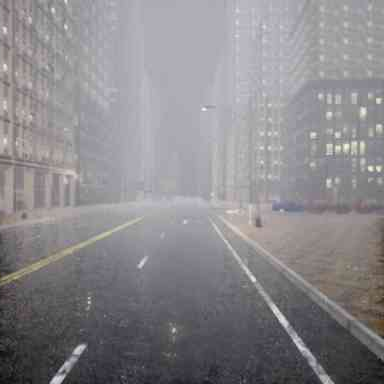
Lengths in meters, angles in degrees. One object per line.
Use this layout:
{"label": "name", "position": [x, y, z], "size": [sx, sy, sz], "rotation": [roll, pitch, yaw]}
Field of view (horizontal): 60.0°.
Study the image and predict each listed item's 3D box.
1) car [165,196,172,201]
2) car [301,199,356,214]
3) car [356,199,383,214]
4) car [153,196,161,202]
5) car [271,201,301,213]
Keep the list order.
{"label": "car", "position": [-6.529, 1.946, 94.231], "size": [2.033, 1.411, 5.357], "rotation": [0, -1, 0]}
{"label": "car", "position": [15.978, 1.717, 39.237], "size": [5.009, 1.841, 2.192], "rotation": [0, 0, 3]}
{"label": "car", "position": [21.533, 1.725, 39.041], "size": [5.009, 1.841, 2.192], "rotation": [0, 0, 3]}
{"label": "car", "position": [-9.779, 1.931, 94.230], "size": [2.128, 1.511, 4.902], "rotation": [0, -1, 0]}
{"label": "car", "position": [12.576, 1.862, 42.096], "size": [5.008, 1.535, 1.882], "rotation": [0, 0, 3]}
